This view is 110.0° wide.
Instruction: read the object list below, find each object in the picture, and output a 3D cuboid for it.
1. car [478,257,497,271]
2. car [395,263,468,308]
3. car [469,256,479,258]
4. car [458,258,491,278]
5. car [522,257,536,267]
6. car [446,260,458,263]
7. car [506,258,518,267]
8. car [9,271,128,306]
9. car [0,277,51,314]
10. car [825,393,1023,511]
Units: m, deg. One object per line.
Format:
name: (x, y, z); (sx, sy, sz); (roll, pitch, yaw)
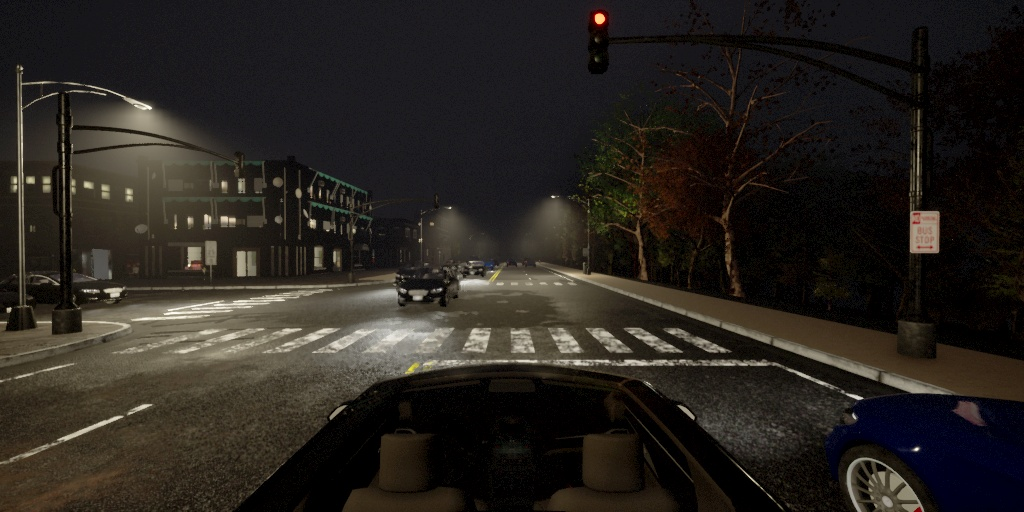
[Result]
car: (-3.442, 1.211, 49.698); (1.882, 1.535, 5.008); (0, 0, 0)
car: (-3.377, 1.239, 15.291); (2.128, 1.511, 4.902); (0, 0, 0)
car: (-6.667, 0.950, 62.858); (2.150, 2.045, 5.566); (0, 0, 0)
car: (-3.412, 1.232, 33.465); (2.128, 1.511, 4.902); (0, 0, 0)
car: (3.234, 1.274, 63.655); (2.033, 1.411, 5.357); (0, 0, 0)
car: (-6.676, 1.242, 40.312); (1.837, 1.490, 4.892); (0, 0, 0)
car: (-0.030, 1.252, 64.933); (1.812, 1.442, 4.674); (0, 0, 0)
car: (-19.649, 1.459, 15.525); (4.902, 1.511, 2.128); (-1, 1, 0)
car: (-19.969, 1.565, 12.818); (4.313, 1.339, 1.948); (0, 0, 0)
car: (3.358, 1.276, 0.850); (1.812, 1.442, 4.674); (0, 0, 1)
